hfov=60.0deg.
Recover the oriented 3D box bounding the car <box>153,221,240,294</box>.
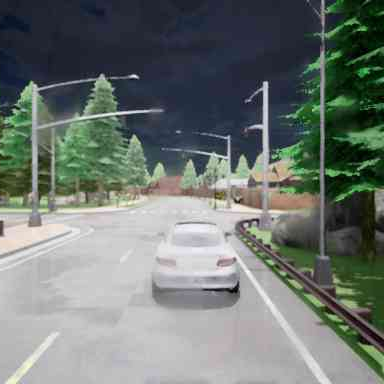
[{"bbox_3d":[0.083,1.475,8.508,1.812,1.442,4.674,0,0,0],"label":"car"}]

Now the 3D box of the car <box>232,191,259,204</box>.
[{"bbox_3d":[8.325,0.844,51.821,3.866,1.878,1.905,0,0,-1],"label":"car"}]

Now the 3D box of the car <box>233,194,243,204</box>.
[{"bbox_3d":[8.745,0.857,49.312,4.605,1.855,1.932,0,0,-1],"label":"car"}]
